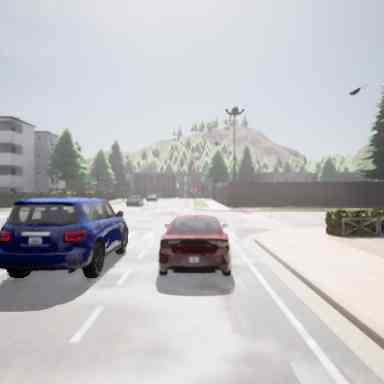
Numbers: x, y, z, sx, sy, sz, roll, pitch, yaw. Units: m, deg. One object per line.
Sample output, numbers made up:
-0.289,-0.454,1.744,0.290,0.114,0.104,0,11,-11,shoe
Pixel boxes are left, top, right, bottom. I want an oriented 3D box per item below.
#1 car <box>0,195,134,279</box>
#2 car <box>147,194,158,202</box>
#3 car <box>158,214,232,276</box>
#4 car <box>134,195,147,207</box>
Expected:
-3.418,1.161,9.960,2.150,2.045,5.566,0,0,0,car
-7.634,1.160,64.256,2.033,1.411,5.357,0,0,0,car
0.120,1.418,10.214,1.882,1.535,5.008,0,0,2,car
-7.719,1.228,45.010,1.837,1.490,4.892,0,0,0,car
